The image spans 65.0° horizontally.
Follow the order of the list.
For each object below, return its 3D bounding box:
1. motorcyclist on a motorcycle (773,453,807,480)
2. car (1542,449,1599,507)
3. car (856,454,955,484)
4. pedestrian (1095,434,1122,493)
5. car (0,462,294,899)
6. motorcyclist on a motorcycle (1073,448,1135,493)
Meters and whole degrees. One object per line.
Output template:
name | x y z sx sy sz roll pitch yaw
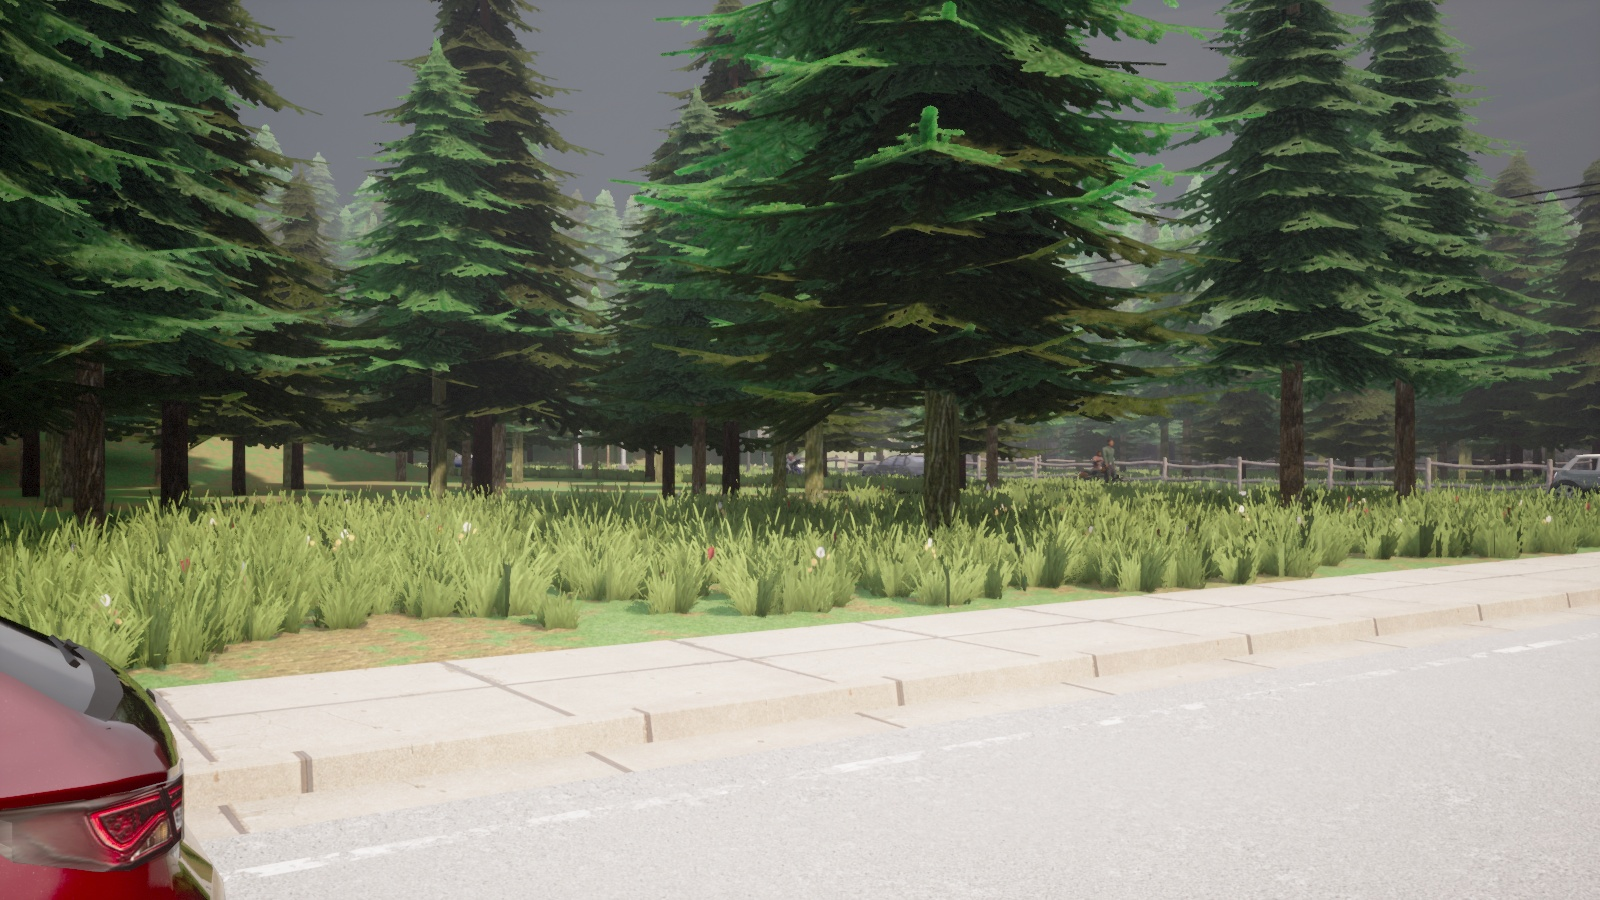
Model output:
motorcyclist on a motorcycle | -0.571 0.926 71.075 0.866 1.530 2.191 0 0 -35
car | 21.215 0.706 31.677 1.970 1.475 3.806 0 0 -32
car | 5.183 0.906 62.479 2.033 1.411 5.357 0 0 -34
pedestrian | 10.301 0.449 41.887 0.423 1.949 0.788 0 0 -35
car | -3.043 0.769 1.540 4.193 1.474 1.816 0 0 -35
motorcyclist on a motorcycle | 11.354 0.757 46.925 0.766 1.649 2.350 0 0 -34
